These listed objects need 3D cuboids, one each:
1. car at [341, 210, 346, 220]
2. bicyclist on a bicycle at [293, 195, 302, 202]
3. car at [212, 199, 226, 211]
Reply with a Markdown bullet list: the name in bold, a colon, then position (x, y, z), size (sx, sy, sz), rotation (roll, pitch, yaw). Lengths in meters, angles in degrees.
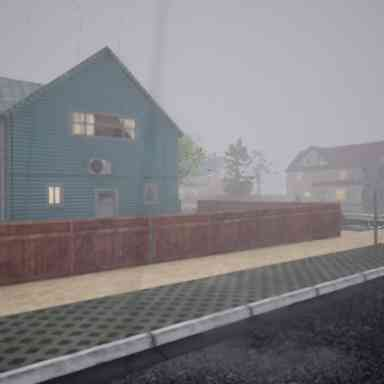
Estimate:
- **car**: position (8.369, 1.471, 23.752), size (1.895, 1.301, 4.718), rotation (-1, 1, -36)
- **bicyclist on a bicycle**: position (10.039, 1.102, 31.478), size (1.656, 1.620, 0.582), rotation (-1, 1, -36)
- **car**: position (2.588, 1.388, 31.818), size (1.994, 1.385, 4.181), rotation (-1, 1, -36)
